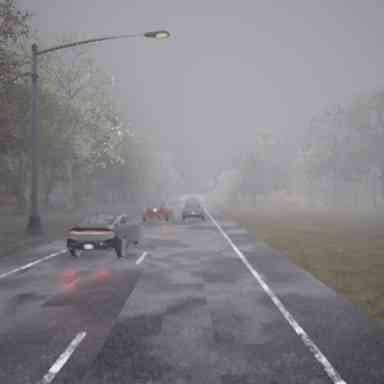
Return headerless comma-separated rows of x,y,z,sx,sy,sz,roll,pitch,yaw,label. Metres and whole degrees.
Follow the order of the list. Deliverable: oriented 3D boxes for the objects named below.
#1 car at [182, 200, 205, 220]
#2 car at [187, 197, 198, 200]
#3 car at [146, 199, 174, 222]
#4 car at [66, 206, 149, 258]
0.116,1.656,29.086,1.994,1.385,4.181,0,0,0,car
0.089,1.493,44.408,2.097,1.767,4.553,0,0,0,car
-2.734,1.438,27.589,2.097,1.767,4.553,0,0,2,car
-3.227,1.532,12.978,2.128,1.511,4.902,0,0,1,car
